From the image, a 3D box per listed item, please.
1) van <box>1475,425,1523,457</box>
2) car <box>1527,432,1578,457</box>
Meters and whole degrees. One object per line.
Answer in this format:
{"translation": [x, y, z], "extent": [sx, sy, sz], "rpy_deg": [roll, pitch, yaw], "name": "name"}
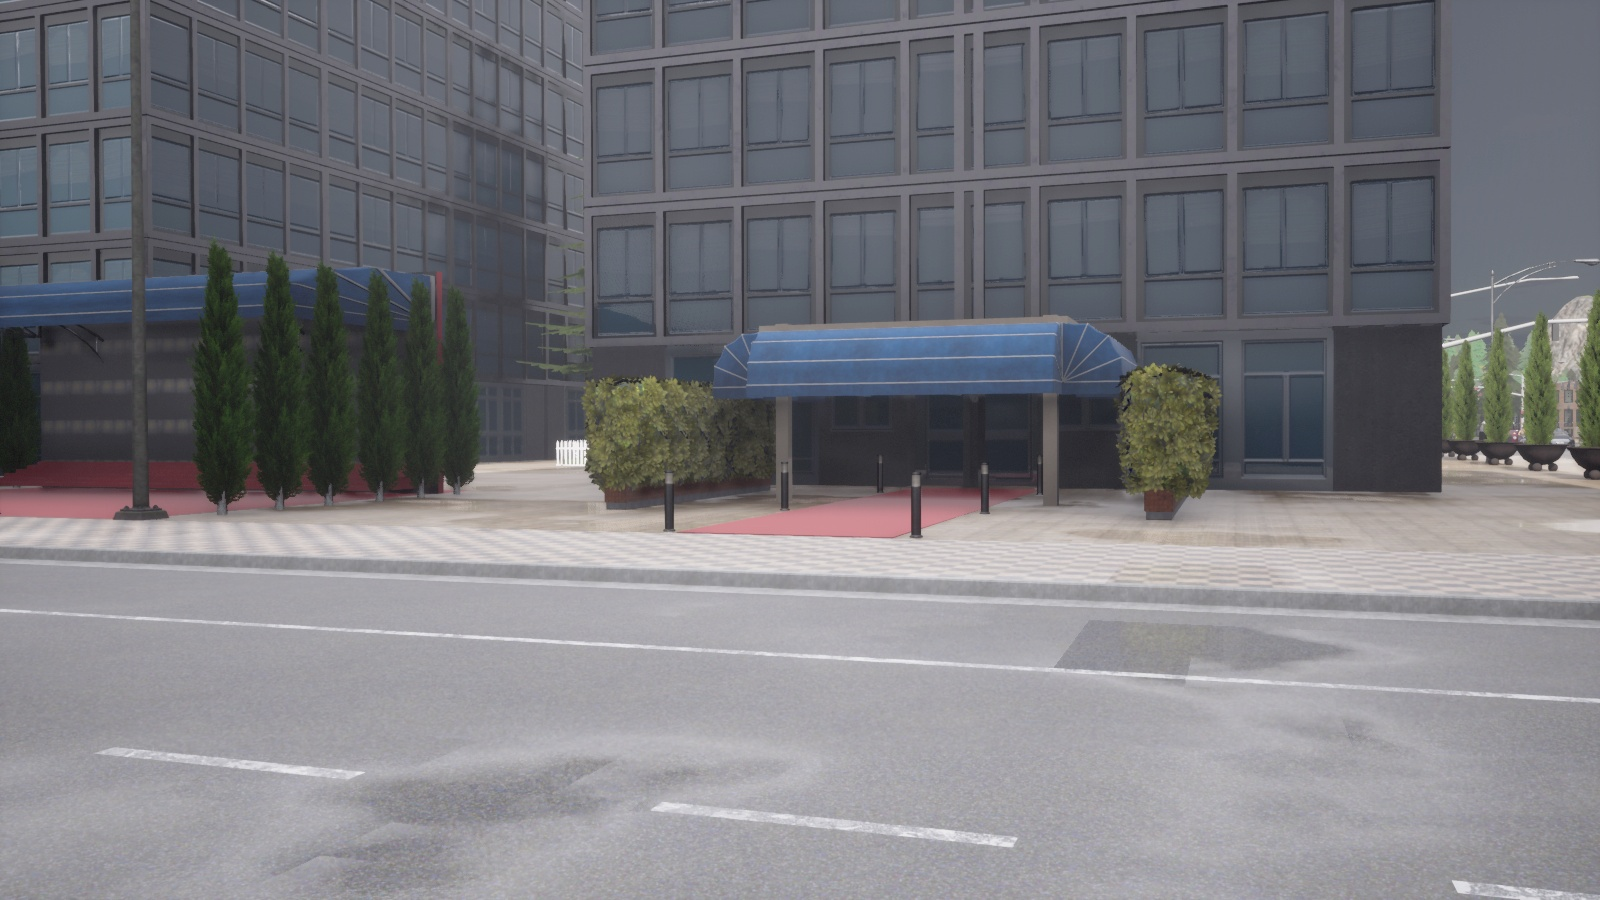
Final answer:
{"translation": [47.010, -0.628, 84.558], "extent": [2.069, 2.038, 4.480], "rpy_deg": [1, 1, 19], "name": "van"}
{"translation": [50.862, -0.413, 84.987], "extent": [2.033, 1.649, 4.856], "rpy_deg": [1, 1, 19], "name": "car"}
